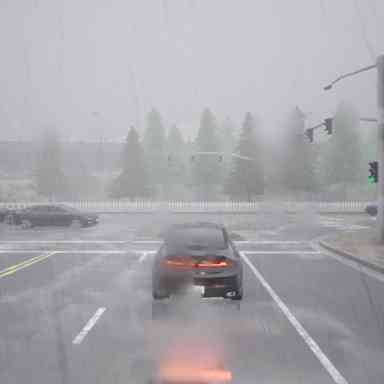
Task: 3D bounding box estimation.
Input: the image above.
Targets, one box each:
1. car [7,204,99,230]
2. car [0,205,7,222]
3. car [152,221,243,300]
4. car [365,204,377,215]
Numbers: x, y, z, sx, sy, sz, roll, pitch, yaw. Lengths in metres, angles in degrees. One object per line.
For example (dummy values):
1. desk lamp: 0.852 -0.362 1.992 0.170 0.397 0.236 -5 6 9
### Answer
1. car: -8.190 1.484 20.247 4.892 1.490 1.837 0 0 0
2. car: -14.020 1.562 23.786 4.718 1.301 1.895 0 0 0
3. car: 0.171 1.505 8.374 1.837 1.490 4.892 0 0 2
4. car: 18.733 1.422 30.750 5.008 1.535 1.882 0 0 1
